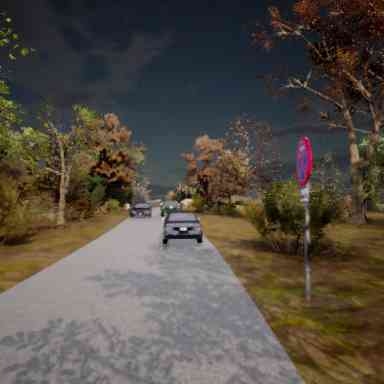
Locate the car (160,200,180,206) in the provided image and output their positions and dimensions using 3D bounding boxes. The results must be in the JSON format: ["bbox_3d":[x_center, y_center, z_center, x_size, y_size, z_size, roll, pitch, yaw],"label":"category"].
[{"bbox_3d":[-2.403,1.682,36.893,2.097,1.767,4.553,0,-1,-6],"label":"car"}]

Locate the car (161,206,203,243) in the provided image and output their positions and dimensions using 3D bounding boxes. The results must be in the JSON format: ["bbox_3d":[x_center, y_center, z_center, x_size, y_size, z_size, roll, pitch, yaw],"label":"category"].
[{"bbox_3d":[-0.529,1.633,16.568,2.033,1.411,5.357,0,0,-4],"label":"car"}]

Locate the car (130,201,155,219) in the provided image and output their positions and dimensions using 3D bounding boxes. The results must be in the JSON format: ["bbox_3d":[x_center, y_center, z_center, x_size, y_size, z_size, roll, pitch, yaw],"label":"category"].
[{"bbox_3d":[-4.862,1.817,32.196,1.994,1.385,4.181,0,-1,-6],"label":"car"}]

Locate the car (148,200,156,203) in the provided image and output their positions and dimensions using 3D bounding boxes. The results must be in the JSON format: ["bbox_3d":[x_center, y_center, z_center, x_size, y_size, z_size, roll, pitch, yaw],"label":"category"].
[{"bbox_3d":[-9.012,2.558,72.463,1.837,1.490,4.892,0,-2,-6],"label":"car"}]
